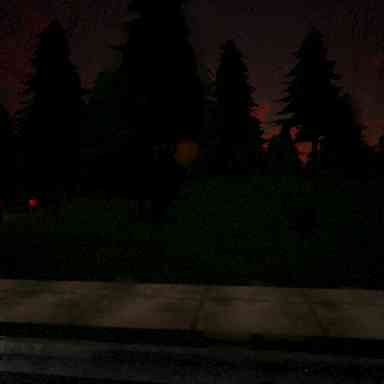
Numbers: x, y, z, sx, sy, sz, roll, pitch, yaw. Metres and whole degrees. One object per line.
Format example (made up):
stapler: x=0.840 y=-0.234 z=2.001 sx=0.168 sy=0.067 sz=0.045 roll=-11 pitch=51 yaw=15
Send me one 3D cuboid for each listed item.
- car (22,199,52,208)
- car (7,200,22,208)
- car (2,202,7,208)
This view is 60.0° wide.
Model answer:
car: x=-28.584 y=1.899 z=62.234 sx=2.150 sy=2.045 sz=5.566 roll=-1 pitch=0 yaw=9
car: x=-32.044 y=2.225 z=62.741 sx=1.812 sy=1.442 sz=4.674 roll=-1 pitch=0 yaw=9
car: x=-35.502 y=2.258 z=63.280 sx=1.812 sy=1.442 sz=4.674 roll=-1 pitch=0 yaw=9
